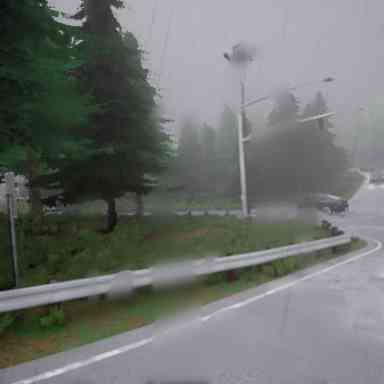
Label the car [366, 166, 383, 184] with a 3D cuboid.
[{"bbox_3d":[26.639,-2.215,47.600,2.097,1.767,4.553,-2,7,32],"label":"car"}]

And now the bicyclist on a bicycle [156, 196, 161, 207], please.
[{"bbox_3d":[-3.795,1.290,37.862,0.582,1.620,1.656,-3,-1,21],"label":"bicyclist on a bicycle"}]

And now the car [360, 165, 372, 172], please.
[{"bbox_3d":[33.059,-4.328,62.181,1.895,1.301,4.718,-3,7,10],"label":"car"}]

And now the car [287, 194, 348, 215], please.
[{"bbox_3d":[10.202,0.954,27.350,1.837,1.490,4.892,0,2,-43],"label":"car"}]
